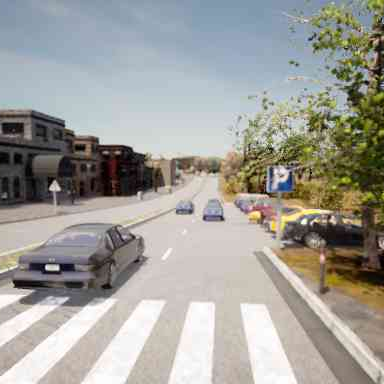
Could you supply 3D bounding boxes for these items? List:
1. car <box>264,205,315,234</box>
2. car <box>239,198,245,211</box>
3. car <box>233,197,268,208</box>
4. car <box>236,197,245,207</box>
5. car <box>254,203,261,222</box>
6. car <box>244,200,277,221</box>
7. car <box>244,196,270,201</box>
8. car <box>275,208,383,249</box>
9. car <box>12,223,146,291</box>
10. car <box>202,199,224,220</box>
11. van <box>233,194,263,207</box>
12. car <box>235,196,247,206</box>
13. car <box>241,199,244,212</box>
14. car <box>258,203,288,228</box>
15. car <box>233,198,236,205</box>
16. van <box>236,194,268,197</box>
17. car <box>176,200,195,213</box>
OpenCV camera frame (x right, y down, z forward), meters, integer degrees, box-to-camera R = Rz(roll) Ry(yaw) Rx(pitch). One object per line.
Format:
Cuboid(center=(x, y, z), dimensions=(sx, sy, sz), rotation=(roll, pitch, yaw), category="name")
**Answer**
Cuboid(center=(6.565, 1.660, 17.130), dimensions=(5.008, 1.535, 2.097), rotation=(1, 0, 4), category="car")
Cuboid(center=(7.856, 1.718, 36.369), dimensions=(4.674, 1.452, 2.002), rotation=(1, 0, 4), category="car")
Cuboid(center=(8.766, 1.586, 50.114), dimensions=(4.892, 1.521, 2.231), rotation=(1, 1, 4), category="car")
Cuboid(center=(8.007, 1.697, 39.123), dimensions=(4.792, 1.488, 2.163), rotation=(1, 0, 4), category="car")
Cuboid(center=(6.965, 1.713, 22.619), dimensions=(4.792, 1.488, 2.163), rotation=(1, 0, 4), category="car")
Cuboid(center=(6.935, 1.683, 25.387), dimensions=(5.366, 1.575, 1.946), rotation=(1, 0, 4), category="car")
Cuboid(center=(7.457, 1.567, 30.868), dimensions=(4.553, 1.767, 2.185), rotation=(1, 0, 4), category="car")
Cuboid(center=(6.380, 1.647, 14.381), dimensions=(4.892, 1.521, 2.231), rotation=(1, 0, 4), category="car")
Cuboid(center=(-2.656, 1.574, 9.179), dimensions=(2.033, 1.411, 5.357), rotation=(1, 0, 3), category="car")
Cuboid(center=(1.890, 1.693, 29.778), dimensions=(2.033, 1.411, 5.357), rotation=(1, 0, 4), category="car")
Cuboid(center=(8.842, 1.327, 52.871), dimensions=(4.442, 1.987, 1.878), rotation=(1, 1, 4), category="van")
Cuboid(center=(8.250, 1.681, 41.866), dimensions=(4.792, 1.488, 2.163), rotation=(1, 0, 4), category="car")
Cuboid(center=(7.667, 1.726, 33.622), dimensions=(4.674, 1.452, 2.002), rotation=(1, 0, 4), category="car")
Cuboid(center=(6.760, 1.673, 19.876), dimensions=(4.892, 1.521, 2.231), rotation=(1, 0, 4), category="car")
Cuboid(center=(8.567, 1.485, 47.493), dimensions=(4.553, 1.767, 2.185), rotation=(1, 1, 4), category="car")
Cuboid(center=(8.523, 1.409, 44.605), dimensions=(4.442, 1.987, 1.878), rotation=(1, 1, 4), category="van")
Cuboid(center=(-0.753, 1.637, 38.123), dimensions=(2.033, 1.411, 5.357), rotation=(1, 0, 4), category="car")
